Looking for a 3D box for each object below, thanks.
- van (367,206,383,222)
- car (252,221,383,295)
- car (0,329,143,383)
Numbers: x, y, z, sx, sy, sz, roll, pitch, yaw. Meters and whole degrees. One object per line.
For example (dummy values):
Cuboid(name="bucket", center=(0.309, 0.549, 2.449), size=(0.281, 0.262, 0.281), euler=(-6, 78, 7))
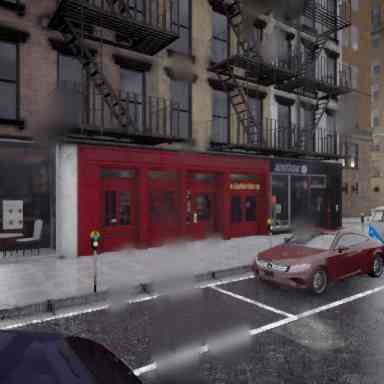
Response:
Cuboid(name="van", center=(7.832, 1.340, 11.747), size=(3.998, 1.788, 1.690), euler=(0, 0, -35))
Cuboid(name="car", center=(3.424, 1.581, 8.618), size=(4.206, 1.307, 1.802), euler=(0, 0, -35))
Cuboid(name="car", center=(-2.157, 1.564, 1.529), size=(4.181, 1.385, 1.994), euler=(0, 0, -35))
